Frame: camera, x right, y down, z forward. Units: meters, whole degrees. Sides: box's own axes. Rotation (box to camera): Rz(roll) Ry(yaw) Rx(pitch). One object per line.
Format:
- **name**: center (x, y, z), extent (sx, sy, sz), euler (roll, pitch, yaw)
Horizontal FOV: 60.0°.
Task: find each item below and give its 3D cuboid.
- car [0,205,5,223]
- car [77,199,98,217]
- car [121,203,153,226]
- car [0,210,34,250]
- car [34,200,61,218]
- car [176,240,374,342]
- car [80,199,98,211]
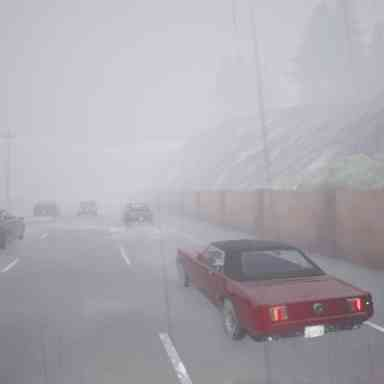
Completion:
- **car**: center (-14.768, 1.623, 23.255), extent (1.895, 1.301, 4.718), euler (0, 0, -16)
- **car**: center (-10.083, 1.592, 32.123), extent (2.033, 1.411, 5.357), euler (0, 0, -16)
- **car**: center (-3.994, 1.530, 23.839), extent (2.128, 1.511, 4.902), euler (0, 0, -16)
- **car**: center (-8.408, 1.505, 14.041), extent (2.128, 1.511, 4.902), euler (0, 0, -16)
- **car**: center (-13.323, 1.515, 30.745), extent (1.882, 1.535, 5.008), euler (0, 0, -16)
- **car**: center (1.053, 1.615, 6.666), extent (1.895, 1.301, 4.718), euler (0, 0, -16)
- **car**: center (-13.052, 1.623, 42.215), extent (1.994, 1.385, 4.181), euler (0, 0, -17)
